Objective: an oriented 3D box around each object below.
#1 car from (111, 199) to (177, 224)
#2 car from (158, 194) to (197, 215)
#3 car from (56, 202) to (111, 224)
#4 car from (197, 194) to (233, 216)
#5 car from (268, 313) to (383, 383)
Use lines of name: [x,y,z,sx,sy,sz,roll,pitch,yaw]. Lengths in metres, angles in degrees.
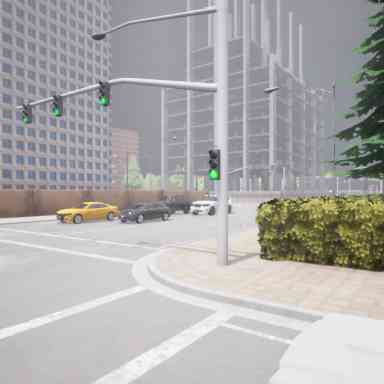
car: [-3.605,1.560,25.872,1.837,1.490,4.892,0,0,35]
car: [-2.227,1.277,33.834,2.150,2.045,5.566,0,0,35]
car: [-7.993,1.533,25.743,1.882,1.535,5.008,0,0,35]
car: [2.118,1.277,33.884,2.150,2.045,5.566,0,0,36]
car: [2.828,1.601,1.951,4.718,1.301,1.895,0,0,36]
